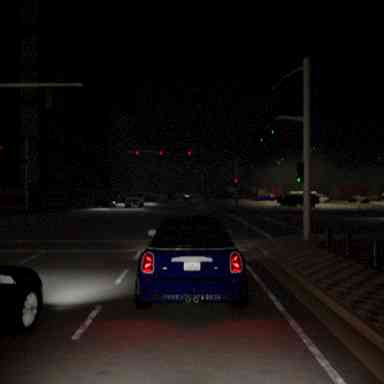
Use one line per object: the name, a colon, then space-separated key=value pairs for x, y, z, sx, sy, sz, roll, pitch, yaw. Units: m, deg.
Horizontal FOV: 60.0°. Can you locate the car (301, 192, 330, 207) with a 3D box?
car: x=20.870 y=1.249 z=55.711 sx=3.806 sy=1.475 sz=1.970 roll=0 pitch=0 yaw=0

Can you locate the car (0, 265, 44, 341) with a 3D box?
car: x=-3.489 y=1.490 z=3.837 sx=1.837 sy=1.490 sz=4.892 roll=0 pitch=0 yaw=0

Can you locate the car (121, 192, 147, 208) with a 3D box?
car: x=-7.915 y=1.049 z=45.792 sx=2.150 sy=2.045 sz=5.566 roll=0 pitch=1 yaw=-3

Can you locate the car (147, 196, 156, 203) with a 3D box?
car: x=-8.037 y=1.371 z=63.449 sx=1.895 sy=1.301 sz=4.718 roll=0 pitch=0 yaw=0

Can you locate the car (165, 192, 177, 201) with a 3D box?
car: x=-4.604 y=0.954 z=72.105 sx=2.150 sy=2.045 sz=5.566 roll=0 pitch=0 yaw=-1

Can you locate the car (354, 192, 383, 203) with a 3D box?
car: x=35.838 y=0.967 z=66.899 sx=4.605 sy=1.855 sz=1.932 roll=0 pitch=0 yaw=0

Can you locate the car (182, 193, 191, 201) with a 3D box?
car: x=-1.108 y=1.333 z=72.467 sx=1.895 sy=1.301 sz=4.718 roll=0 pitch=0 yaw=-1

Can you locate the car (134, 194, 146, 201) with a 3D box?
car: x=-11.632 y=1.177 z=74.631 sx=1.882 sy=1.535 sz=5.008 roll=0 pitch=0 yaw=-1

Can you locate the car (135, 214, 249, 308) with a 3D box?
car: x=-0.023 y=1.323 z=8.001 sx=2.097 sy=1.767 sz=4.553 roll=0 pitch=0 yaw=-1

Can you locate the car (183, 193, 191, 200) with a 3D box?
car: x=-1.219 y=1.088 z=82.535 sx=1.812 sy=1.442 sz=4.674 roll=0 pitch=0 yaw=-1

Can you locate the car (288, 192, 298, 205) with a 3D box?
car: x=20.798 y=0.987 z=61.288 sx=4.605 sy=1.855 sz=1.932 roll=0 pitch=0 yaw=0

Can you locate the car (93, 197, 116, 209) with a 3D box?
car: x=-11.383 y=1.389 z=43.757 sx=2.033 sy=1.411 sz=5.357 roll=0 pitch=0 yaw=0

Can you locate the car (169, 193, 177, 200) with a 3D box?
car: x=-4.719 y=1.064 z=82.496 sx=1.837 sy=1.490 sz=4.892 roll=0 pitch=0 yaw=-1

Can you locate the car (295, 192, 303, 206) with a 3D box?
car: x=20.860 y=1.207 z=58.606 sx=3.905 sy=1.438 sz=1.784 roll=0 pitch=0 yaw=0
